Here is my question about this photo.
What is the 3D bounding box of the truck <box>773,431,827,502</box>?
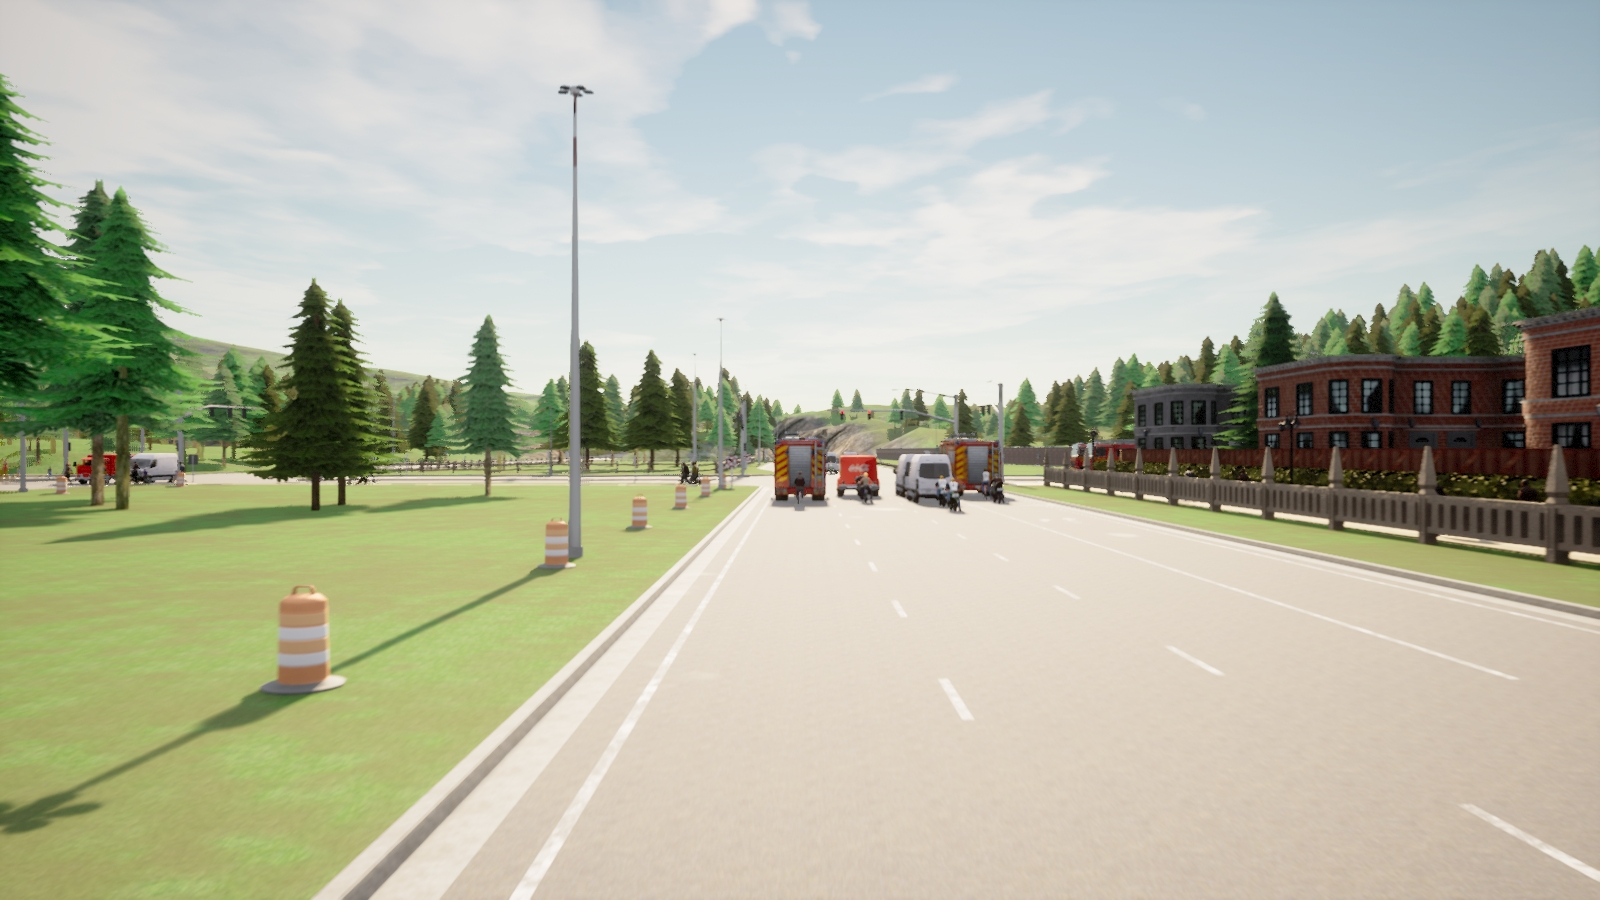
[{"bbox_3d":[-0.006,0.891,66.003,2.891,3.827,8.468,0,0,0],"label":"truck"}]

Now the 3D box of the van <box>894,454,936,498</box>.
[{"bbox_3d":[6.996,1.534,70.205,1.988,2.561,5.915,0,0,0],"label":"van"}]

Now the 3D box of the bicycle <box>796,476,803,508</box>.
[{"bbox_3d":[-0.007,2.060,56.125,0.329,1.471,1.835,0,0,0],"label":"bicycle"}]

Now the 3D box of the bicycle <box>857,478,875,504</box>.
[{"bbox_3d":[3.481,2.158,60.422,0.859,1.277,1.487,0,0,0],"label":"bicycle"}]

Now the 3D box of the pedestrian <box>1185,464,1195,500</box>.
[{"bbox_3d":[20.741,1.697,60.774,0.375,1.860,0.375,0,0,0],"label":"pedestrian"}]

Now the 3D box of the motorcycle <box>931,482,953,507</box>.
[{"bbox_3d":[6.999,2.186,56.445,0.803,1.199,2.033,0,0,0],"label":"motorcycle"}]

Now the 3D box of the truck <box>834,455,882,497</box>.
[{"bbox_3d":[3.507,1.568,70.152,2.627,2.467,5.204,0,0,0],"label":"truck"}]

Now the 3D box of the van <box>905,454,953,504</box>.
[{"bbox_3d":[6.994,1.534,62.443,1.988,2.561,5.915,0,0,0],"label":"van"}]

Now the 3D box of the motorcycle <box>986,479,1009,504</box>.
[{"bbox_3d":[10.499,2.205,60.840,0.867,1.251,2.209,0,0,0],"label":"motorcycle"}]

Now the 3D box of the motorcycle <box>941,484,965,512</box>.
[{"bbox_3d":[6.999,2.186,52.258,0.803,1.199,2.033,0,0,0],"label":"motorcycle"}]

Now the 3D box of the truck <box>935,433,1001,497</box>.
[{"bbox_3d":[10.494,0.891,72.080,2.891,3.827,8.468,0,0,0],"label":"truck"}]

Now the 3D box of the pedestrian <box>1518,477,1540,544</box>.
[{"bbox_3d":[20.583,1.698,32.243,0.375,1.860,0.375,0,0,-3],"label":"pedestrian"}]

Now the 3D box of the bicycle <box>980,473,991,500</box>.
[{"bbox_3d":[10.499,2.056,64.801,0.373,1.496,1.643,0,0,0],"label":"bicycle"}]

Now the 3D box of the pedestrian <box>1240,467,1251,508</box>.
[{"bbox_3d":[20.324,1.696,52.160,0.375,1.860,0.375,0,0,0],"label":"pedestrian"}]

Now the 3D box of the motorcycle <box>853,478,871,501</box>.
[{"bbox_3d":[3.490,2.205,64.358,0.867,1.251,2.209,0,0,0],"label":"motorcycle"}]
